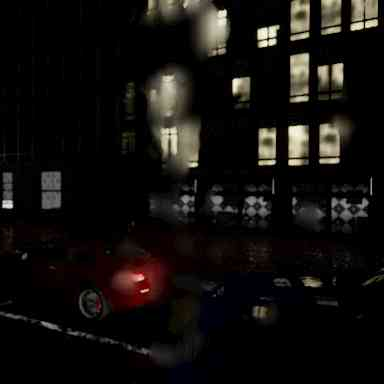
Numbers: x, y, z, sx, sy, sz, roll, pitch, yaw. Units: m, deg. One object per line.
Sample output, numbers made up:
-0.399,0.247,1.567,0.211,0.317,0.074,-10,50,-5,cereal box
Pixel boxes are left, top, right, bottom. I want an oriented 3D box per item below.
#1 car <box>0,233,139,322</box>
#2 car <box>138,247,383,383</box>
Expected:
-2.388,1.508,6.789,4.206,1.307,1.802,1,1,26,car
2.571,1.229,2.341,5.566,2.045,2.150,1,1,26,car
